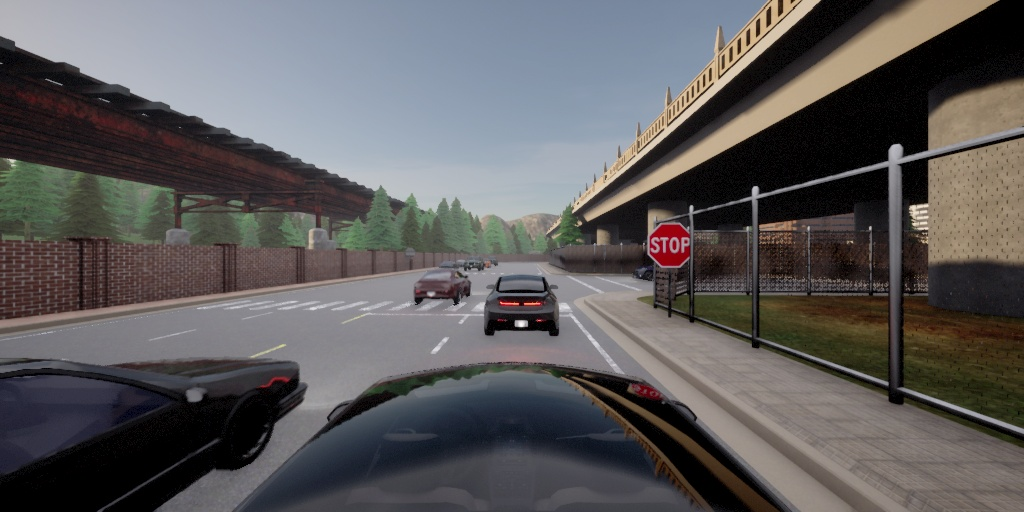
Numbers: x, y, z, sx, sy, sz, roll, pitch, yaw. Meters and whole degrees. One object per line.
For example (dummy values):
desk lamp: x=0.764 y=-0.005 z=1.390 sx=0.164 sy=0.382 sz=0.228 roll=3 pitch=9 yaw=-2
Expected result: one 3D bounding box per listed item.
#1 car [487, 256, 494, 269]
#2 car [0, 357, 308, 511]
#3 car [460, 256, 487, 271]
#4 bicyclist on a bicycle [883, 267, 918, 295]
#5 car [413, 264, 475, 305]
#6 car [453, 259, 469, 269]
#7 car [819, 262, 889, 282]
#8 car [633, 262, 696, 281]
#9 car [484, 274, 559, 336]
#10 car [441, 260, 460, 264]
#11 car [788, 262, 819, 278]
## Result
car: x=-4.673 y=1.102 z=58.421 sx=2.097 sy=1.767 sz=4.553 roll=0 pitch=0 yaw=3
car: x=-3.422 y=1.298 z=1.800 sx=2.033 sy=1.411 sz=5.357 roll=0 pitch=0 yaw=2
car: x=-5.107 y=0.971 z=48.782 sx=2.150 sy=2.045 sz=5.566 roll=0 pitch=0 yaw=3
bicyclist on a bicycle: x=19.085 y=1.051 z=17.639 sx=0.582 sy=1.620 sz=1.656 roll=0 pitch=0 yaw=2
car: x=-3.008 y=1.276 z=16.031 sx=1.812 sy=1.442 sz=4.674 roll=0 pitch=0 yaw=2
car: x=-8.196 y=1.276 z=57.919 sx=1.812 sy=1.442 sz=4.674 roll=0 pitch=0 yaw=3
car: x=27.433 y=1.314 z=28.338 sx=4.181 sy=1.385 sz=1.994 roll=0 pitch=0 yaw=2
car: x=12.168 y=1.103 z=28.868 sx=4.553 sy=1.767 sz=2.097 roll=0 pitch=0 yaw=2
car: x=0.291 y=1.255 z=10.381 sx=1.837 sy=1.490 sz=4.892 roll=0 pitch=0 yaw=2
car: x=-8.609 y=1.297 z=48.759 sx=2.033 sy=1.411 sz=5.357 roll=0 pitch=0 yaw=3
car: x=27.303 y=1.253 z=31.844 sx=4.892 sy=1.490 sz=1.837 roll=0 pitch=0 yaw=2
